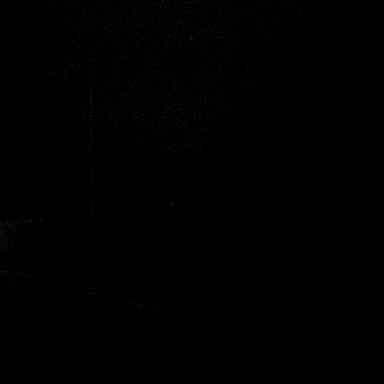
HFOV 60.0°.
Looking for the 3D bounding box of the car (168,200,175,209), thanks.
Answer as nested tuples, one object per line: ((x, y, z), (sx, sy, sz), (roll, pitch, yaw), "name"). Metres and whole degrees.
((-2.107, 1.859, 50.491), (1.882, 1.535, 5.008), (-1, -1, 32), "car")

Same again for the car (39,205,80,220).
((-13.224, 1.930, 32.877), (1.994, 1.385, 4.181), (-1, 0, 32), "car")
